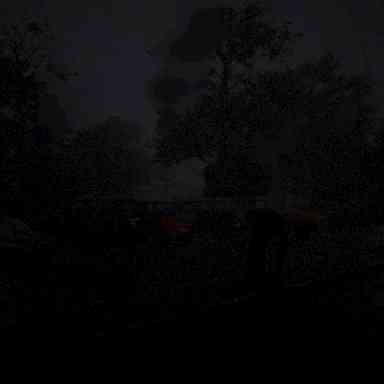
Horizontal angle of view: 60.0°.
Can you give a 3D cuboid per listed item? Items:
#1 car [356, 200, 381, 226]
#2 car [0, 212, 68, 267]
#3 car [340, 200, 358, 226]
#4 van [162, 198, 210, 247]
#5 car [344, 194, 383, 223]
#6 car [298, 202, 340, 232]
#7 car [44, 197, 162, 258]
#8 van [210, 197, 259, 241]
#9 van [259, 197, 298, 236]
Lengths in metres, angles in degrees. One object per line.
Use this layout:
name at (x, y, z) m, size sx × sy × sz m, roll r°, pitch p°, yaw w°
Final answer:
car at (10.333, 1.493, 23.478) m, size 4.792 × 1.488 × 2.163 m, roll -1°, pitch -1°, yaw 34°
car at (-6.621, 1.542, 11.347) m, size 4.674 × 1.452 × 2.002 m, roll -1°, pitch -1°, yaw 34°
car at (7.863, 1.499, 21.769) m, size 4.792 × 1.488 × 2.163 m, roll -1°, pitch 0°, yaw 34°
van at (-1.688, 1.264, 14.751) m, size 4.442 × 1.987 × 1.878 m, roll -1°, pitch -1°, yaw 34°
car at (12.695, 1.208, 25.243) m, size 5.566 × 2.045 × 2.435 m, roll -1°, pitch 0°, yaw 34°
car at (5.627, 1.469, 19.916) m, size 5.366 × 1.575 × 1.946 m, roll -1°, pitch -1°, yaw 34°
car at (-4.230, 1.246, 13.095) m, size 5.566 × 2.045 × 2.435 m, roll -1°, pitch 0°, yaw 34°
van at (0.730, 1.258, 16.488) m, size 4.442 × 1.987 × 1.878 m, roll -1°, pitch -1°, yaw 34°
van at (3.149, 1.253, 18.225) m, size 4.442 × 1.987 × 1.878 m, roll -1°, pitch -1°, yaw 34°
